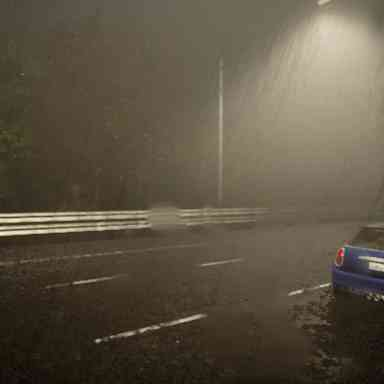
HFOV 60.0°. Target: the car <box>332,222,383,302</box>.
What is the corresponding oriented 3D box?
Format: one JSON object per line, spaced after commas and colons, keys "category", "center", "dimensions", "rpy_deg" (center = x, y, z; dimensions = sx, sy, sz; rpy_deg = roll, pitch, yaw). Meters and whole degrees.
{"category": "car", "center": [5.215, 1.436, 7.446], "dimensions": [4.553, 1.767, 2.097], "rpy_deg": [0, 0, -35]}
